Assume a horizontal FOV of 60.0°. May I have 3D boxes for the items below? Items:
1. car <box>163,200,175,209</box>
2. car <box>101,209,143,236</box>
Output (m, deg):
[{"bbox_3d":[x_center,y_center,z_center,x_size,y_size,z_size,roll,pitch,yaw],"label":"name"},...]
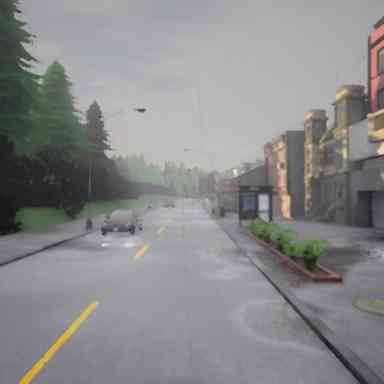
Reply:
[{"bbox_3d":[-4.016,2.151,59.194,1.837,1.490,4.892,0,1,0],"label":"car"},{"bbox_3d":[-4.102,1.750,20.157,1.812,1.442,4.674,0,-1,0],"label":"car"}]
